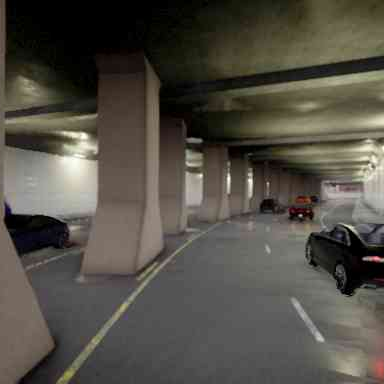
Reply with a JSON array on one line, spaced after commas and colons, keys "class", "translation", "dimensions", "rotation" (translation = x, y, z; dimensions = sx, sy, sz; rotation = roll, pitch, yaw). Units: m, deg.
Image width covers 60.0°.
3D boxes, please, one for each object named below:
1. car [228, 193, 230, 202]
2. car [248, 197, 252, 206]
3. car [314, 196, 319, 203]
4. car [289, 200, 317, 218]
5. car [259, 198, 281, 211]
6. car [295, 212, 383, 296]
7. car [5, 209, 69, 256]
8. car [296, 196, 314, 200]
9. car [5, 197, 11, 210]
[{"class": "car", "translation": [5.071, 1.230, 52.436], "dimensions": [2.150, 2.045, 5.566], "rotation": [0, 0, 27]}, {"class": "car", "translation": [9.668, 1.529, 53.805], "dimensions": [2.128, 1.511, 4.902], "rotation": [0, 0, 27]}, {"class": "car", "translation": [25.992, 1.526, 71.033], "dimensions": [1.837, 1.490, 4.892], "rotation": [0, 0, 27]}, {"class": "car", "translation": [9.896, 1.650, 29.748], "dimensions": [1.895, 1.301, 4.718], "rotation": [0, 0, 22]}, {"class": "car", "translation": [9.636, 1.548, 40.688], "dimensions": [1.837, 1.490, 4.892], "rotation": [0, 0, 27]}, {"class": "car", "translation": [4.328, 1.515, 8.616], "dimensions": [2.128, 1.511, 4.902], "rotation": [0, 0, 6]}, {"class": "car", "translation": [-6.039, 1.482, 11.633], "dimensions": [1.812, 1.442, 4.674], "rotation": [0, 0, 8]}, {"class": "car", "translation": [19.246, 1.449, 57.533], "dimensions": [2.097, 1.767, 4.553], "rotation": [0, 0, 27]}, {"class": "car", "translation": [-9.419, 1.156, 12.898], "dimensions": [2.150, 2.045, 5.566], "rotation": [0, 0, 9]}]
